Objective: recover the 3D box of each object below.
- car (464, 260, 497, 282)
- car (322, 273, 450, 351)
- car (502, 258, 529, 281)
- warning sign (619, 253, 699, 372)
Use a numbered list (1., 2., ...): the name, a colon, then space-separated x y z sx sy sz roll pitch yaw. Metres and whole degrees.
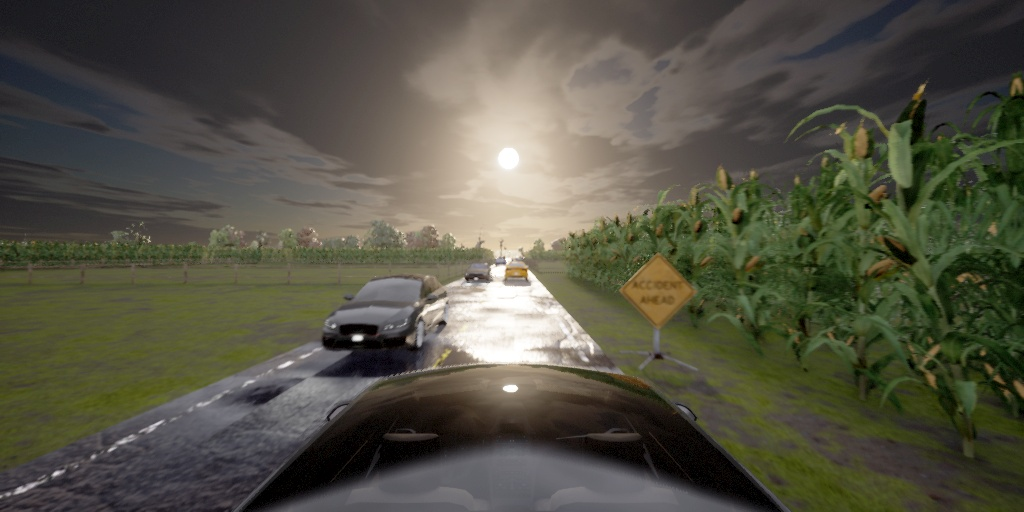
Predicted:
1. car: -2.553 1.261 28.608 2.033 1.411 5.357 0 0 1
2. car: -2.795 1.233 8.976 1.837 1.490 4.892 0 0 1
3. car: 0.358 1.207 29.914 1.882 1.535 5.008 0 0 1
4. warning sign: 2.474 0.877 6.154 1.300 1.860 1.060 0 0 1
